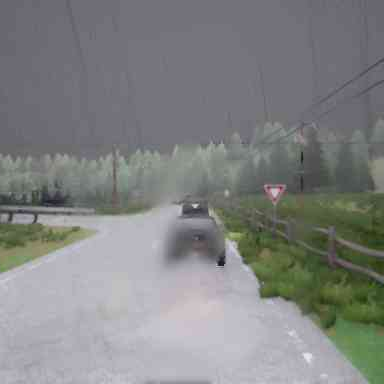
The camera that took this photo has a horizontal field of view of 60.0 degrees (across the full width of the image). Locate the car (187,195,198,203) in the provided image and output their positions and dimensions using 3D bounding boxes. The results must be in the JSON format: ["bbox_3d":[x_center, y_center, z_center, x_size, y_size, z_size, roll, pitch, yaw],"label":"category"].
[{"bbox_3d":[0.148,1.507,73.143,2.097,1.767,4.553,0,0,-3],"label":"car"}]

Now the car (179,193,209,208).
[{"bbox_3d":[0.288,1.279,28.692,2.150,2.045,5.566,0,0,1],"label":"car"}]

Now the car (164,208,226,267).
[{"bbox_3d":[0.110,1.530,11.523,1.837,1.490,4.892,0,0,1],"label":"car"}]

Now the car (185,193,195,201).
[{"bbox_3d":[-0.481,1.240,83.263,2.150,2.045,5.566,0,0,-5],"label":"car"}]

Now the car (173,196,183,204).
[{"bbox_3d":[-2.979,1.681,71.425,2.128,1.511,4.902,0,0,-2],"label":"car"}]

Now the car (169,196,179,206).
[{"bbox_3d":[-2.790,1.628,56.049,1.837,1.490,4.892,0,0,1],"label":"car"}]
